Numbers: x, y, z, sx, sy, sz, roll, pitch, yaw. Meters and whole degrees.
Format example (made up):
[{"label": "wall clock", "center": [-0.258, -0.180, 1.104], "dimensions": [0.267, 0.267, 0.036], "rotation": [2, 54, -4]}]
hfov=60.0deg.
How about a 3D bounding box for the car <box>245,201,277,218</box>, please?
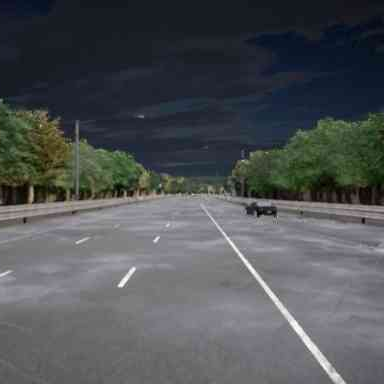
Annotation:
[{"label": "car", "center": [6.560, 1.623, 32.110], "dimensions": [1.882, 1.535, 5.008], "rotation": [0, 0, -8]}]
